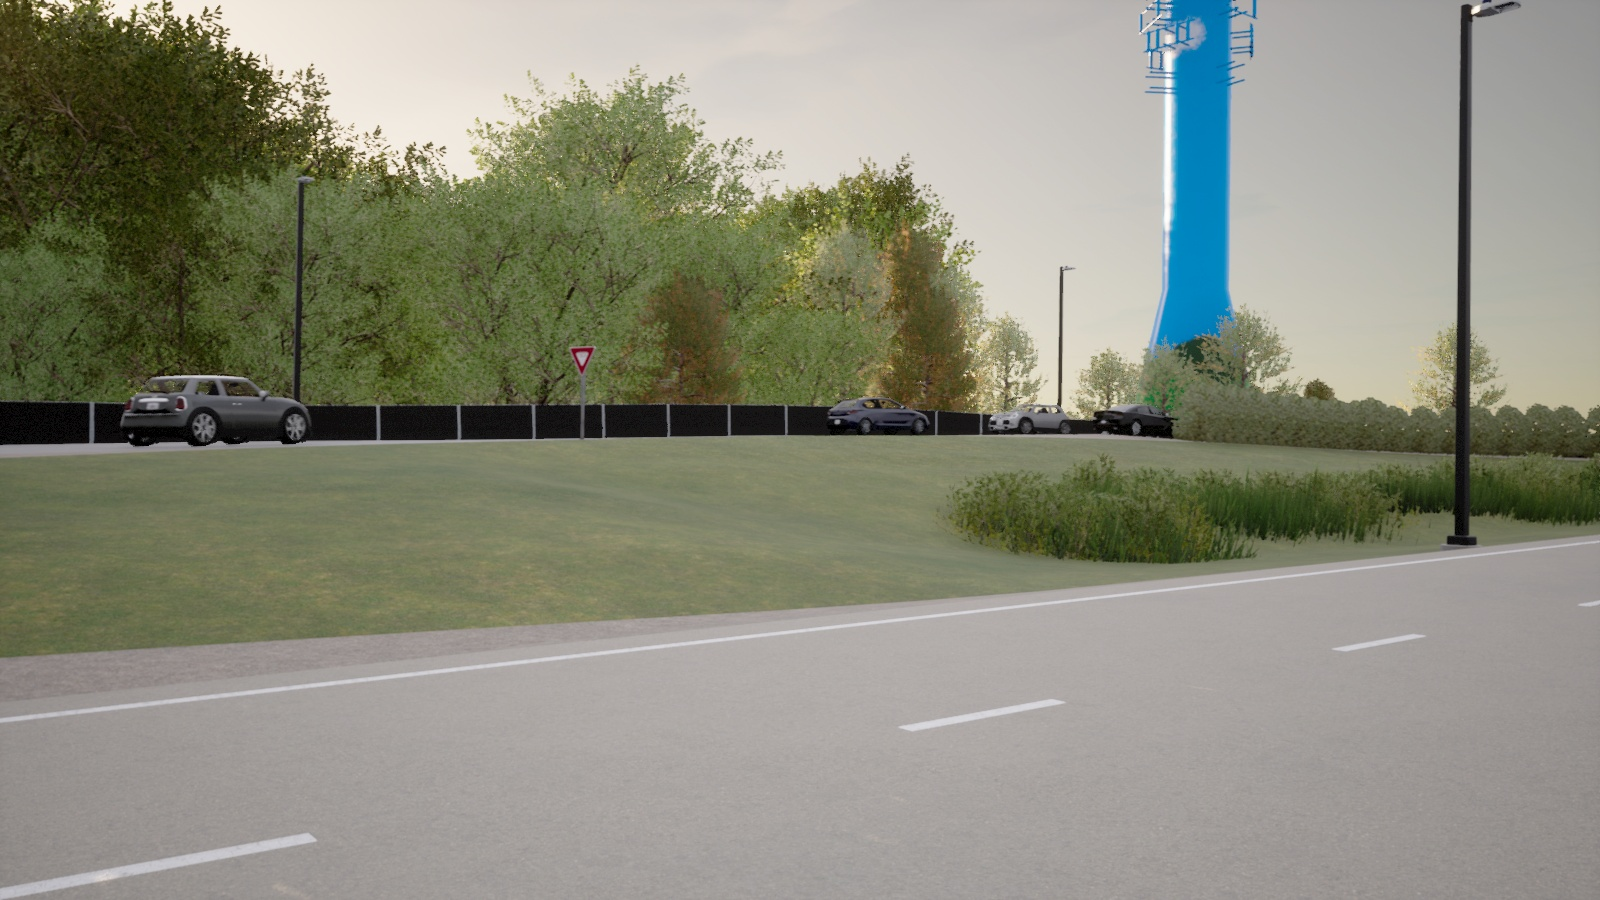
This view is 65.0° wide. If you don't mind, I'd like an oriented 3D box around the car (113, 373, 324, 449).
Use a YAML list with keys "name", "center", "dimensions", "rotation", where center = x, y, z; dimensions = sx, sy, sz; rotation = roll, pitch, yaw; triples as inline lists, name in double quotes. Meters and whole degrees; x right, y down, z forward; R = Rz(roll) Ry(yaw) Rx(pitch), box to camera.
- name: "car"
  center: [-12.353, -0.812, 26.959]
  dimensions: [1.970, 1.475, 3.806]
  rotation: [0, 1, 20]

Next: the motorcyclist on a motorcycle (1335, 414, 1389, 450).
- name: "motorcyclist on a motorcycle"
  center: [27.712, -0.881, 61.932]
  dimensions: [2.350, 1.649, 0.766]
  rotation: [2, -1, -10]

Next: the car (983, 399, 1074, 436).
- name: "car"
  center: [10.397, -1.453, 57.084]
  dimensions: [3.806, 1.475, 1.970]
  rotation: [2, -2, -35]

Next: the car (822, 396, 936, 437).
- name: "car"
  center: [3.033, -1.268, 47.764]
  dimensions: [4.193, 1.474, 1.816]
  rotation: [-1, 0, -39]

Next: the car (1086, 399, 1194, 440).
- name: "car"
  center: [15.267, -1.341, 56.273]
  dimensions: [5.008, 1.535, 1.882]
  rotation: [3, -2, -36]
